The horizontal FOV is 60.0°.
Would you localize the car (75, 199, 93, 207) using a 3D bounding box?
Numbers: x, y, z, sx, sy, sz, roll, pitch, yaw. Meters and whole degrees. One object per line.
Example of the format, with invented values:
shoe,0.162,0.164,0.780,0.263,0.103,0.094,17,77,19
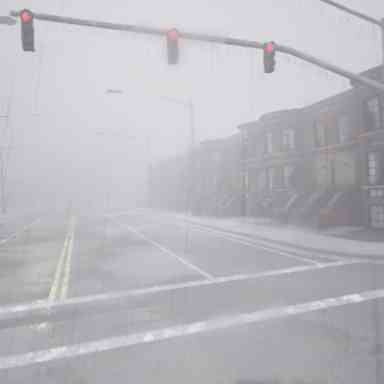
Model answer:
car,-24.660,2.384,75.903,4.553,1.767,2.097,-3,0,37
